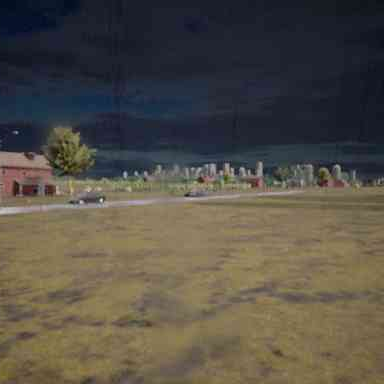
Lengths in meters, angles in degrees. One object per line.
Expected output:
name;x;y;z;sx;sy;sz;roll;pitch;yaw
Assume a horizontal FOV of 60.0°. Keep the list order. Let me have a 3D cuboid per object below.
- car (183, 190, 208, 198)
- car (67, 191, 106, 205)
car;0.729;0.313;58.534;2.033;1.411;5.357;2;2;36
car;-12.657;0.737;40.130;1.837;1.490;4.892;2;4;36
